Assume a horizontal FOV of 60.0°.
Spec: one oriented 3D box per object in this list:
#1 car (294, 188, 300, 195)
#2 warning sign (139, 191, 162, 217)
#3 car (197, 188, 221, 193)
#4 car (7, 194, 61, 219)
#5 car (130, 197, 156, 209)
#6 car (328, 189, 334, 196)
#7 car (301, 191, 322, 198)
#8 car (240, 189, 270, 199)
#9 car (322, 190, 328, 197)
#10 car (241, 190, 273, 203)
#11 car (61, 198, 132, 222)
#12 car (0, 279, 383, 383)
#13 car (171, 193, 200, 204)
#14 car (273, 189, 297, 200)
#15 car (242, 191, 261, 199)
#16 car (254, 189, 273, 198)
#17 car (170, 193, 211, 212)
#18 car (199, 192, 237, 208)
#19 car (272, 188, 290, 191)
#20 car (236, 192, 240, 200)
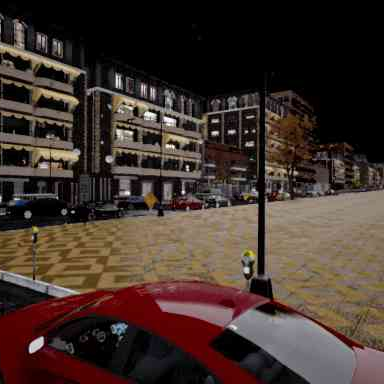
[{"bbox_3d":[24.530,-0.030,83.405,2.192,1.841,5.009,2,2,35],"label":"car"},{"bbox_3d":[-3.079,0.851,24.818,1.300,1.860,1.060,-1,0,35],"label":"warning sign"},{"bbox_3d":[2.206,0.554,46.690,2.150,2.045,5.566,1,2,35],"label":"car"},{"bbox_3d":[-11.942,1.206,26.354,1.882,1.535,5.008,1,1,35],"label":"car"},{"bbox_3d":[-5.967,1.164,34.960,1.895,1.301,4.718,1,1,35],"label":"car"},{"bbox_3d":[34.588,0.079,83.205,1.967,1.590,4.097,2,2,35],"label":"car"},{"bbox_3d":[25.061,0.446,69.484,2.008,1.369,4.403,2,2,35],"label":"car"},{"bbox_3d":[9.959,0.702,52.301,1.882,1.535,5.008,1,1,35],"label":"car"},{"bbox_3d":[28.236,0.360,74.058,2.008,1.369,4.403,2,2,35],"label":"car"},{"bbox_3d":[9.182,0.876,46.610,2.008,1.369,4.403,2,2,35],"label":"car"},{"bbox_3d":[-6.696,1.329,23.737,1.947,1.339,4.313,2,2,35],"label":"car"},{"bbox_3d":[-0.318,1.544,3.094,4.507,1.381,1.887,0,0,36],"label":"car"},{"bbox_3d":[-0.878,0.910,46.814,1.947,1.339,4.313,2,2,35],"label":"car"},{"bbox_3d":[15.631,0.675,55.899,1.752,1.417,4.829,2,2,35],"label":"car"},{"bbox_3d":[11.728,0.525,64.972,1.752,1.417,4.829,2,2,35],"label":"car"},{"bbox_3d":[15.004,0.227,69.682,2.192,1.841,5.009,2,2,35],"label":"car"},{"bbox_3d":[-0.346,1.132,32.885,1.887,1.381,4.507,2,2,35],"label":"car"},{"bbox_3d":[2.830,1.050,37.460,2.008,1.369,4.403,2,2,35],"label":"car"},{"bbox_3d":[15.732,0.420,60.605,2.097,1.767,4.553,1,1,34],"label":"car"},{"bbox_3d":[8.649,0.650,60.539,1.947,1.339,4.313,2,2,35],"label":"car"}]
